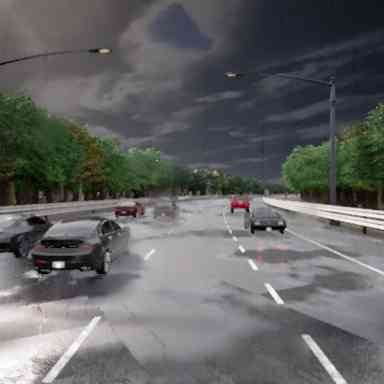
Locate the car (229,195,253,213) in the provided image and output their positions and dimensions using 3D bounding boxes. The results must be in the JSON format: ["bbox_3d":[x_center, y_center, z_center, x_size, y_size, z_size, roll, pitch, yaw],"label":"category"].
[{"bbox_3d":[5.675,1.358,39.646,2.150,2.045,5.566,0,-1,6],"label":"car"}]

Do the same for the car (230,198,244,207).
[{"bbox_3d":[7.427,1.700,55.127,2.163,1.488,4.792,0,0,8],"label":"car"}]

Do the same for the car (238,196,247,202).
[{"bbox_3d":[13.148,1.800,86.599,1.882,1.535,5.008,0,0,13],"label":"car"}]

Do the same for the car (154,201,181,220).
[{"bbox_3d":[-2.204,1.607,29.849,1.837,1.490,4.892,0,0,4],"label":"car"}]

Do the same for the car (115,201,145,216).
[{"bbox_3d":[-5.640,1.580,30.820,1.882,1.535,5.008,0,0,4],"label":"car"}]

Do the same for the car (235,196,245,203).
[{"bbox_3d":[10.961,1.707,76.150,2.033,1.649,4.856,0,0,11],"label":"car"}]

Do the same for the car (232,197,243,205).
[{"bbox_3d":[9.053,1.782,65.647,2.033,1.411,5.357,0,0,10],"label":"car"}]

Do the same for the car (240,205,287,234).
[{"bbox_3d":[4.152,1.673,19.686,1.895,1.301,4.718,0,0,3],"label":"car"}]

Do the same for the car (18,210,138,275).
[{"bbox_3d":[-3.203,1.538,10.562,1.837,1.490,4.892,0,0,2],"label":"car"}]

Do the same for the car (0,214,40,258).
[{"bbox_3d":[-6.641,1.563,12.788,1.812,1.442,4.674,0,0,2],"label":"car"}]
